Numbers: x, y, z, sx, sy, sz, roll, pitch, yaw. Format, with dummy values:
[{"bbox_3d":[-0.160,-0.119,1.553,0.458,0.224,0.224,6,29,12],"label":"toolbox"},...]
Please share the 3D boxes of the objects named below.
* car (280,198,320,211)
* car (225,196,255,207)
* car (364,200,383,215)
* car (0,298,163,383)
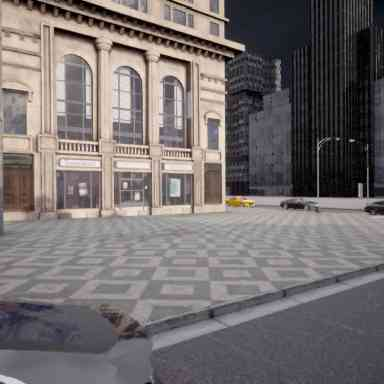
[{"bbox_3d":[12.460,1.415,38.513,2.128,1.511,4.902,-1,0,-34],"label":"car"},{"bbox_3d":[6.680,1.372,47.063,1.882,1.535,5.008,-1,0,-34],"label":"car"},{"bbox_3d":[18.133,1.478,30.169,1.812,1.442,4.674,-1,0,-34],"label":"car"},{"bbox_3d":[-2.452,1.491,1.626,4.902,1.511,2.128,0,0,-36],"label":"car"}]
